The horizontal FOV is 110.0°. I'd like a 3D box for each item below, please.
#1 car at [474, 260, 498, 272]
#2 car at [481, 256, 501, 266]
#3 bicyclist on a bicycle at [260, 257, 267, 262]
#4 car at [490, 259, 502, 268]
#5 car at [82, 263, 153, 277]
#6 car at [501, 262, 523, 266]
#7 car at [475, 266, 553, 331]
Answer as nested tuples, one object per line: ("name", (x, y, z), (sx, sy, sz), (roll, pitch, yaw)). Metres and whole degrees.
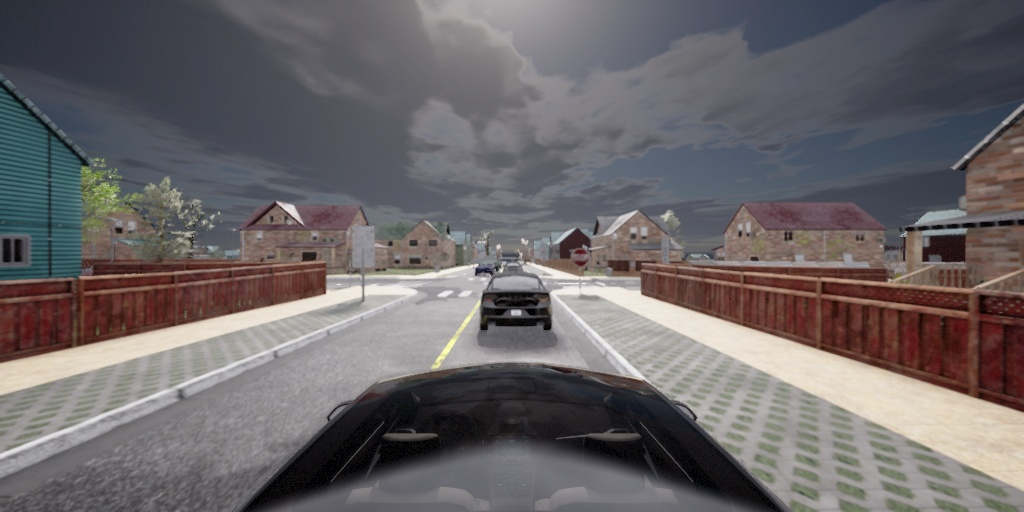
("car", (-2.846, 1.344, 37.748), (1.895, 1.301, 4.718), (0, 0, 0))
("car", (-2.844, 0.991, 48.108), (2.150, 2.045, 5.566), (0, 0, 0))
("bicyclist on a bicycle", (-20.155, 0.914, 29.076), (0.582, 1.620, 1.656), (0, 1, 0))
("car", (-2.777, 1.326, 61.899), (1.837, 1.490, 4.892), (0, -1, 0))
("car", (-25.374, 1.182, 23.205), (4.181, 1.385, 1.994), (0, 0, 0))
("car", (0.100, 1.264, 34.958), (1.812, 1.442, 4.674), (0, 0, 0))
("car", (0.101, 1.214, 10.972), (1.882, 1.535, 5.008), (0, 0, 0))
